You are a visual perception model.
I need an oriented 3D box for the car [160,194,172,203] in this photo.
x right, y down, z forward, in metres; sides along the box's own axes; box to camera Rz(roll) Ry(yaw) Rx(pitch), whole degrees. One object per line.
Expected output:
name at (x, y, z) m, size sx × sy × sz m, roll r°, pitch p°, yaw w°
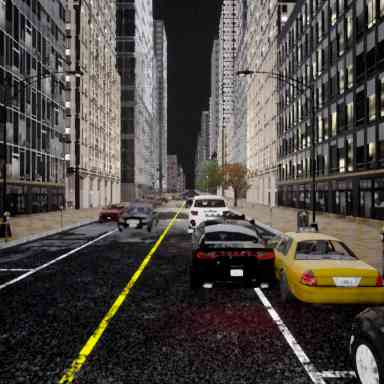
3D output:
car at (-5.649, 1.241, 64.704) m, size 2.192 × 1.841 × 5.009 m, roll 1°, pitch 0°, yaw 0°

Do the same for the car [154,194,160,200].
car at (-5.661, 1.284, 42.002) m, size 2.192 × 1.841 × 5.009 m, roll 0°, pitch 0°, yaw 0°

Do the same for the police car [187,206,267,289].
police car at (0.904, 1.424, 9.282) m, size 1.930 × 1.638 × 5.238 m, roll 0°, pitch 0°, yaw 0°

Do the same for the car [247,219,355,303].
car at (2.700, 1.524, 8.105) m, size 1.752 × 1.417 × 4.829 m, roll 0°, pitch 0°, yaw 0°

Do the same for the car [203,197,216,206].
car at (2.724, 1.532, 53.333) m, size 1.802 × 1.307 × 4.206 m, roll 1°, pitch 0°, yaw 0°

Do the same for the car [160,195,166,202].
car at (-5.657, 1.532, 53.352) m, size 1.802 × 1.307 × 4.206 m, roll 1°, pitch 0°, yaw 0°

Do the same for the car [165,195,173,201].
car at (-5.641, 1.408, 81.561) m, size 1.752 × 1.417 × 4.829 m, roll 1°, pitch 0°, yaw 0°

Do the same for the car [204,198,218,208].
car at (2.720, 1.542, 47.659) m, size 1.802 × 1.307 × 4.206 m, roll 1°, pitch 0°, yaw 0°

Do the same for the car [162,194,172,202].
car at (-5.644, 1.338, 76.055) m, size 1.967 × 1.590 × 4.097 m, roll 1°, pitch 0°, yaw 0°

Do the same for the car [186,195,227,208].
car at (0.910, 1.218, 19.202) m, size 2.150 × 2.045 × 5.566 m, roll 0°, pitch 0°, yaw 0°

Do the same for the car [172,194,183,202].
car at (-2.963, 1.446, 75.642) m, size 2.033 × 1.411 × 5.357 m, roll 0°, pitch 0°, yaw 0°

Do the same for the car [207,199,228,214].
car at (2.715, 1.542, 36.310) m, size 1.947 × 1.339 × 4.313 m, roll 0°, pitch 0°, yaw 0°

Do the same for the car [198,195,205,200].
car at (2.745, 1.430, 93.056) m, size 1.802 × 1.307 × 4.206 m, roll 1°, pitch 0°, yaw 0°

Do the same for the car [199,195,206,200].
car at (2.742, 1.410, 87.383) m, size 1.887 × 1.381 × 4.507 m, roll 1°, pitch 0°, yaw 0°

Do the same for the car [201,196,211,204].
car at (2.730, 1.451, 64.853) m, size 1.752 × 1.417 × 4.829 m, roll 1°, pitch 0°, yaw 0°

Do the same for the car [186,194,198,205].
car at (0.030, 1.289, 59.625) m, size 2.097 × 1.767 × 4.553 m, roll 0°, pitch 0°, yaw 0°

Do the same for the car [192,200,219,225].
car at (0.912, 1.466, 25.172) m, size 1.882 × 1.535 × 5.008 m, roll 0°, pitch 0°, yaw 0°

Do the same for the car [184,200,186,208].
car at (0.036, 1.467, 46.038) m, size 1.837 × 1.490 × 4.892 m, roll 0°, pitch 0°, yaw 0°

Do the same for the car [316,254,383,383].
car at (2.696, 1.551, 2.259) m, size 2.008 × 1.369 × 4.403 m, roll 0°, pitch 0°, yaw 0°

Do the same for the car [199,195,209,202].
car at (2.736, 1.463, 76.033) m, size 1.947 × 1.339 × 4.313 m, roll 1°, pitch 0°, yaw 0°

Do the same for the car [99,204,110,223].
car at (-5.672, 1.533, 24.974) m, size 1.887 × 1.381 × 4.507 m, roll 0°, pitch 0°, yaw 0°

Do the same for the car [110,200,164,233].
car at (-3.092, 1.484, 19.829) m, size 2.128 × 1.511 × 4.902 m, roll 0°, pitch 0°, yaw 0°

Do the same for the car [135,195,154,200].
car at (-5.665, 1.416, 36.327) m, size 1.967 × 1.590 × 4.097 m, roll 0°, pitch 0°, yaw 0°
